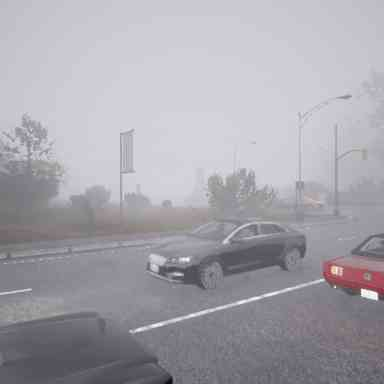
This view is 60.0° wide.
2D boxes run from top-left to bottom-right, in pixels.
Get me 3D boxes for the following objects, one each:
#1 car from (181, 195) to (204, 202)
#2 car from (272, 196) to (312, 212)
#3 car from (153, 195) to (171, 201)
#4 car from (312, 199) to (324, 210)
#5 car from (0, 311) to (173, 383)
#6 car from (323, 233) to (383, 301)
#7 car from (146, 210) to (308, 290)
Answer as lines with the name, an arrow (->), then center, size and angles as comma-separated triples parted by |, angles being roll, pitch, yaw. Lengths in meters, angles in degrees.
car -> 0.009, 1.276, 65.720 | 2.033, 1.411, 5.357 | -1, 0, -38
car -> 10.134, 1.404, 36.087 | 1.895, 1.301, 4.718 | -1, 0, -39
car -> -6.724, 1.330, 73.987 | 1.895, 1.301, 4.718 | -1, 0, -38
car -> 12.758, 1.252, 38.410 | 1.882, 1.535, 5.008 | -1, 0, -39
car -> -2.399, 1.601, 2.024 | 4.718, 1.301, 1.895 | 0, 0, -36
car -> 5.048, 1.570, 7.363 | 4.718, 1.301, 1.895 | 0, 0, -36
car -> 1.125, 1.474, 9.105 | 4.902, 1.511, 2.128 | 0, 0, -36
